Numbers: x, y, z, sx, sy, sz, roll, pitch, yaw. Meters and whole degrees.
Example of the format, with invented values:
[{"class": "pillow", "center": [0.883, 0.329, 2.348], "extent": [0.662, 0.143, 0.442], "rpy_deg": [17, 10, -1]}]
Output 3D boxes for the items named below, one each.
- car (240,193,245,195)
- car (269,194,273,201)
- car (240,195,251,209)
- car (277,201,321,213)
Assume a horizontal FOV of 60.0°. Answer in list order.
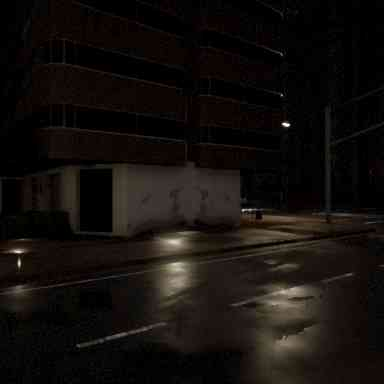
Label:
[{"class": "car", "center": [6.137, 1.235, 51.971], "extent": [2.150, 2.045, 5.566], "rpy_deg": [0, 0, -36]}, {"class": "car", "center": [21.454, 1.325, 83.580], "extent": [4.553, 1.767, 2.097], "rpy_deg": [0, 0, -33]}, {"class": "car", "center": [5.759, 1.559, 46.211], "extent": [2.033, 1.411, 5.357], "rpy_deg": [0, 0, -36]}, {"class": "car", "center": [12.009, 1.613, 37.574], "extent": [1.895, 1.301, 4.718], "rpy_deg": [0, 0, -36]}]
